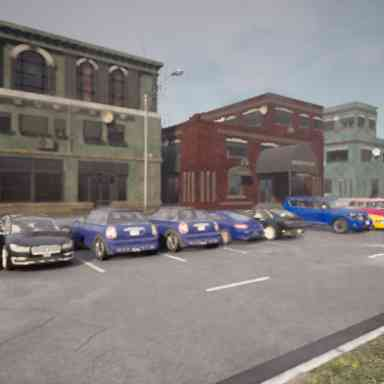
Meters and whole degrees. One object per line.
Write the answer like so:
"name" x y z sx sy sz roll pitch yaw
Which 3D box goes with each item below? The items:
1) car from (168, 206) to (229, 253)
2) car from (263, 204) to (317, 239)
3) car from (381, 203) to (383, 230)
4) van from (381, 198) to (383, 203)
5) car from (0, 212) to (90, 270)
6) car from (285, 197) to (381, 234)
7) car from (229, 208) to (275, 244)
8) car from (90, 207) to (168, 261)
"car" -0.861 1.390 14.356 2.185 1.767 4.553 1 0 -35
"car" 3.650 1.569 17.600 2.231 1.521 4.892 1 0 -35
"car" 10.544 1.651 22.289 1.946 1.575 5.366 1 0 -35
"van" 12.770 1.459 23.959 1.878 1.987 4.442 1 0 -35
"car" -5.411 1.470 11.161 2.231 1.521 4.892 1 0 -35
"car" 8.193 1.372 20.807 2.435 2.045 5.566 1 0 -35
"car" 1.385 1.581 15.991 2.002 1.452 4.674 1 0 -35
"car" -3.126 1.366 12.743 2.185 1.767 4.553 1 0 -35
